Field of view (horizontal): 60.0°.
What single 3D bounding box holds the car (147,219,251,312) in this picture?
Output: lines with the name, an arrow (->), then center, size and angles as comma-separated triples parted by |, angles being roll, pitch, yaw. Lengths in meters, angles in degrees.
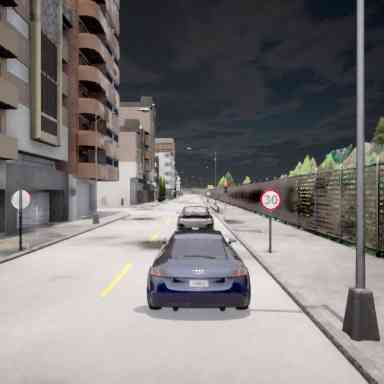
car -> 0.131, 1.564, 7.819 | 1.994, 1.385, 4.181 | 0, 0, 0

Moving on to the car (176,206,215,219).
car -> 0.185, 1.492, 17.734 | 2.128, 1.511, 4.902 | 0, 0, 1
